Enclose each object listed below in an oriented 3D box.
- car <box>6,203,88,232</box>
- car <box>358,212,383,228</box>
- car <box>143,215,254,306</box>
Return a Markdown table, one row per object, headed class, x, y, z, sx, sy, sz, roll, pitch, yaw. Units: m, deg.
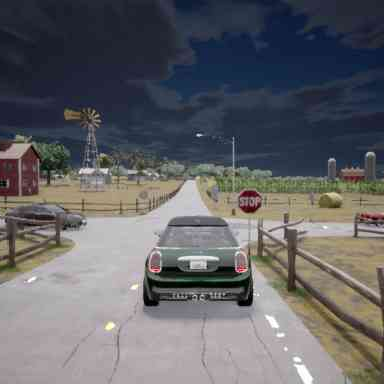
| class | x | y | z | sx | sy | sz | roll | pitch | yaw |
| --- | --- | --- | --- | --- | --- | --- | --- | --- | --- |
| car | -8.655 | 1.468 | 19.873 | 4.892 | 1.490 | 1.837 | 1 | 0 | 13 |
| car | 14.388 | 1.800 | 23.464 | 4.718 | 1.301 | 1.895 | 1 | 2 | 0 |
| car | 0.121 | 1.347 | 8.160 | 2.097 | 1.767 | 4.553 | 0 | 0 | 0 |
